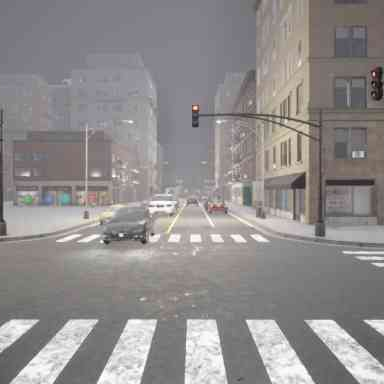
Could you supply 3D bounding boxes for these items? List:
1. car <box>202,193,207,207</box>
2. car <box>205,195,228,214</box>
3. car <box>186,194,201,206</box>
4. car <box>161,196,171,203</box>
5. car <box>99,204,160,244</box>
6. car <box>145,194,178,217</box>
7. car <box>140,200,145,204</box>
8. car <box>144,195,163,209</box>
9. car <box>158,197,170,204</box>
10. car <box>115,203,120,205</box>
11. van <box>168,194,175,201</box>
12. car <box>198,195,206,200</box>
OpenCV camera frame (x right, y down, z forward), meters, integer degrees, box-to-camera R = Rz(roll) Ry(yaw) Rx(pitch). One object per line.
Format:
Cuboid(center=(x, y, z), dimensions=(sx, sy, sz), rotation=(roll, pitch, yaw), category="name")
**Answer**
Cuboid(center=(2.683, 1.317, 41.085), dimensions=(2.192, 1.841, 5.009), rotation=(0, 0, 0), category="car")
Cuboid(center=(2.677, 1.441, 35.423), dimensions=(1.967, 1.590, 4.097), rotation=(0, 0, 0), category="car")
Cuboid(center=(0.062, 1.508, 54.044), dimensions=(1.837, 1.490, 4.892), rotation=(0, 0, 0), category="car")
Cuboid(center=(-5.309, 1.530, 69.235), dimensions=(1.752, 1.417, 4.829), rotation=(0, 0, 0), category="car")
Cuboid(center=(-2.830, 1.505, 15.752), dimensions=(1.837, 1.490, 4.892), rotation=(0, 0, 0), category="car")
Cuboid(center=(-2.805, 1.224, 32.099), dimensions=(2.150, 2.045, 5.566), rotation=(0, 0, 0), category="car")
Cuboid(center=(-5.342, 1.552, 41.095), dimensions=(2.008, 1.369, 4.403), rotation=(0, 0, 0), category="car")
Cuboid(center=(-5.335, 1.317, 46.757), dimensions=(2.192, 1.841, 5.009), rotation=(0, 0, 0), category="car")
Cuboid(center=(-5.316, 1.586, 63.743), dimensions=(1.802, 1.307, 4.206), rotation=(0, 0, 0), category="car")
Cuboid(center=(-5.361, 1.526, 23.939), dimensions=(1.752, 1.417, 4.829), rotation=(0, 0, 0), category="car")
Cuboid(center=(-5.290, 1.349, 86.390), dimensions=(1.690, 1.788, 3.998), rotation=(0, 0, 0), category="van")
Cuboid(center=(2.742, 1.575, 92.042), dimensions=(1.947, 1.339, 4.313), rotation=(0, 0, 0), category="car")
